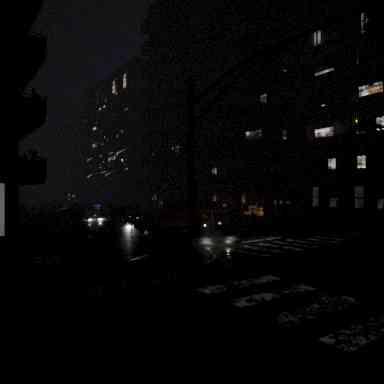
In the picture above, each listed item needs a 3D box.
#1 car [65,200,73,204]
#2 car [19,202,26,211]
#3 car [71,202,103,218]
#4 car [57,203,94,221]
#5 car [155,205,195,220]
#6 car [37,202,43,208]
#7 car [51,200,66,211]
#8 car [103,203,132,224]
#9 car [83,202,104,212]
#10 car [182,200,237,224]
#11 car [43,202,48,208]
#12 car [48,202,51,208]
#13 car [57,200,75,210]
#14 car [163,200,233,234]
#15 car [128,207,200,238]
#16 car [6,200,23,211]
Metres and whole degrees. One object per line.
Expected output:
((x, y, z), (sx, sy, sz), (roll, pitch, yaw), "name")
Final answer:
((-17.501, 2.273, 51.435), (2.097, 1.767, 4.553), (0, -1, -36), "car")
((-31.840, 2.770, 61.332), (1.887, 1.381, 4.507), (-1, 0, -36), "car")
((-12.198, 2.234, 38.685), (2.033, 1.411, 5.357), (0, -1, -36), "car")
((-11.899, 2.163, 33.816), (1.887, 1.381, 4.507), (-1, 0, -36), "car")
((-1.853, 2.045, 34.177), (1.887, 1.381, 4.507), (-1, 0, -36), "car")
((-35.087, 3.050, 80.036), (1.887, 1.381, 4.507), (-1, 0, -36), "car")
((-22.676, 2.570, 58.574), (2.128, 1.511, 4.902), (0, -1, -36), "car")
((-6.048, 2.003, 30.181), (1.837, 1.490, 4.892), (0, -1, -36), "car")
((-16.368, 2.433, 55.051), (1.882, 1.535, 5.008), (0, -1, -36), "car")
((1.464, 1.713, 29.592), (2.192, 1.841, 5.009), (-1, 0, -36), "car")
((-31.763, 2.973, 75.450), (1.947, 1.339, 4.313), (-1, 0, -36), "car")
((-28.446, 2.624, 70.865), (2.192, 1.841, 5.009), (-1, 0, -36), "car")
((-25.122, 2.524, 66.278), (2.192, 1.841, 5.009), (-1, 0, -36), "car")
((0.013, 1.532, 21.804), (2.150, 2.045, 5.566), (0, -1, -36), "car")
((-1.829, 1.833, 19.920), (1.752, 1.417, 4.829), (-1, 0, -36), "car")
((-35.169, 2.640, 65.917), (2.192, 1.841, 5.009), (-1, 0, -36), "car")
